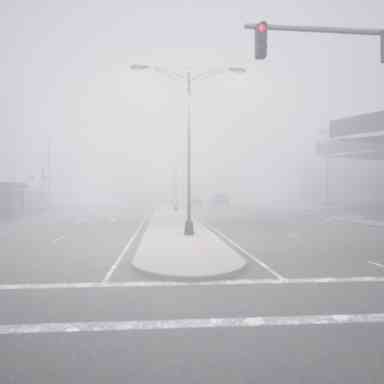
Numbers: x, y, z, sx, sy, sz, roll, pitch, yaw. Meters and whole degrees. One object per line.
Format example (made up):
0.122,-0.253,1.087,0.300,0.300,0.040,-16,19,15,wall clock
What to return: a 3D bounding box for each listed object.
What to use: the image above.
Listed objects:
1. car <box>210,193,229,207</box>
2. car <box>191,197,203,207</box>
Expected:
4.103,1.186,49.523,2.150,2.045,5.566,0,0,-5,car
0.511,1.446,50.001,1.882,1.535,5.008,0,0,-4,car
